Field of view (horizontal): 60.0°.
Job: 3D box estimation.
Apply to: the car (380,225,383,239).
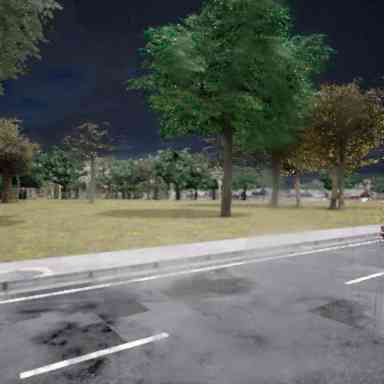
[{"bbox_3d":[10.607,1.707,15.243,4.718,1.301,1.895,1,0,-35],"label":"car"}]
